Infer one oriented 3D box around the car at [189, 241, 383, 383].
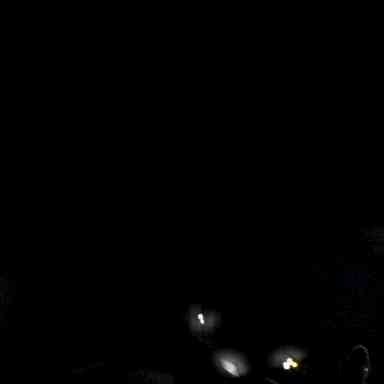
[{"bbox_3d":[2.585,1.547,5.220,5.357,1.411,2.033,0,0,-35],"label":"car"}]
